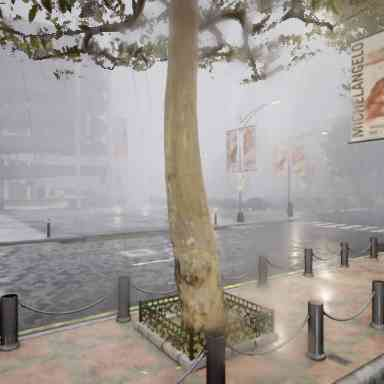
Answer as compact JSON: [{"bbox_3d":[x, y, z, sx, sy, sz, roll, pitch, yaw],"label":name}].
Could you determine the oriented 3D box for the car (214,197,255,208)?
[{"bbox_3d":[5.980,1.547,47.423,2.033,1.411,5.357,0,0,-35],"label":"car"}]

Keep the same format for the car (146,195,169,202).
[{"bbox_3d":[-7.932,1.525,77.283,4.902,1.511,2.128,0,0,26],"label":"car"}]

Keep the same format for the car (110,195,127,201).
[{"bbox_3d":[-18.488,1.427,77.735,5.008,1.535,1.882,0,0,12],"label":"car"}]

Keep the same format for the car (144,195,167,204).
[{"bbox_3d":[-6.310,1.505,62.950,4.892,1.490,1.837,0,0,42],"label":"car"}]

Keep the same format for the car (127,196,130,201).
[{"bbox_3d":[-17.525,1.440,81.099,4.892,1.490,1.837,0,0,12],"label":"car"}]

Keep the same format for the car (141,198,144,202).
[{"bbox_3d":[-8.956,1.478,73.872,5.008,1.535,1.882,0,0,30],"label":"car"}]

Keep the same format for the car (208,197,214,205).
[{"bbox_3d":[4.178,1.547,55.966,2.033,1.411,5.357,0,0,-36],"label":"car"}]

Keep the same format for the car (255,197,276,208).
[{"bbox_3d":[9.825,1.505,48.023,1.837,1.490,4.892,0,0,-36],"label":"car"}]
